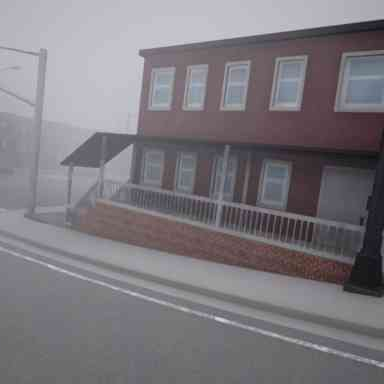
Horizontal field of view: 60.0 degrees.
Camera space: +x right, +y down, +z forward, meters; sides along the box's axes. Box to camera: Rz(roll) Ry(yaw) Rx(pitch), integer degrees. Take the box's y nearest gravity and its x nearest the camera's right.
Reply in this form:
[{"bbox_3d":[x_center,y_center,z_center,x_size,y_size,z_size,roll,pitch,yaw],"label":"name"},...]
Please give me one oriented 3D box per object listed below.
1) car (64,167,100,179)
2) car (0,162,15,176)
[{"bbox_3d":[-13.839,-2.515,42.265,1.837,1.490,4.892,10,6,35],"label":"car"},{"bbox_3d":[-20.203,-2.461,33.466,1.994,1.385,4.181,10,6,35],"label":"car"}]
